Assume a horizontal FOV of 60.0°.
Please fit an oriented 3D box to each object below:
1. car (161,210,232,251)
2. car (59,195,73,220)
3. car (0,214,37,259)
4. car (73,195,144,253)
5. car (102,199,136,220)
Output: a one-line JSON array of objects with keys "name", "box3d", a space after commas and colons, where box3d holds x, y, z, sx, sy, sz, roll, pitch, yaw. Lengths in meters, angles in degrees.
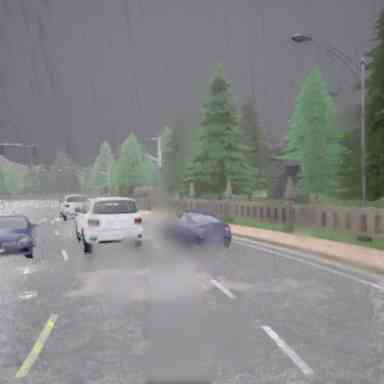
[{"name": "car", "box3d": [0.063, 1.490, 13.968, 1.812, 1.442, 4.674, -1, 0, -21]}, {"name": "car", "box3d": [-10.154, 1.251, 28.826, 2.150, 2.045, 5.566, -1, 0, -24]}, {"name": "car", "box3d": [-6.845, 1.563, 12.404, 1.812, 1.442, 4.674, -1, 0, -23]}, {"name": "car", "box3d": [-3.641, 1.222, 14.124, 2.150, 2.045, 5.566, -1, 0, -23]}, {"name": "car", "box3d": [-6.485, 1.470, 29.191, 1.882, 1.535, 5.008, -1, 0, -24]}]
